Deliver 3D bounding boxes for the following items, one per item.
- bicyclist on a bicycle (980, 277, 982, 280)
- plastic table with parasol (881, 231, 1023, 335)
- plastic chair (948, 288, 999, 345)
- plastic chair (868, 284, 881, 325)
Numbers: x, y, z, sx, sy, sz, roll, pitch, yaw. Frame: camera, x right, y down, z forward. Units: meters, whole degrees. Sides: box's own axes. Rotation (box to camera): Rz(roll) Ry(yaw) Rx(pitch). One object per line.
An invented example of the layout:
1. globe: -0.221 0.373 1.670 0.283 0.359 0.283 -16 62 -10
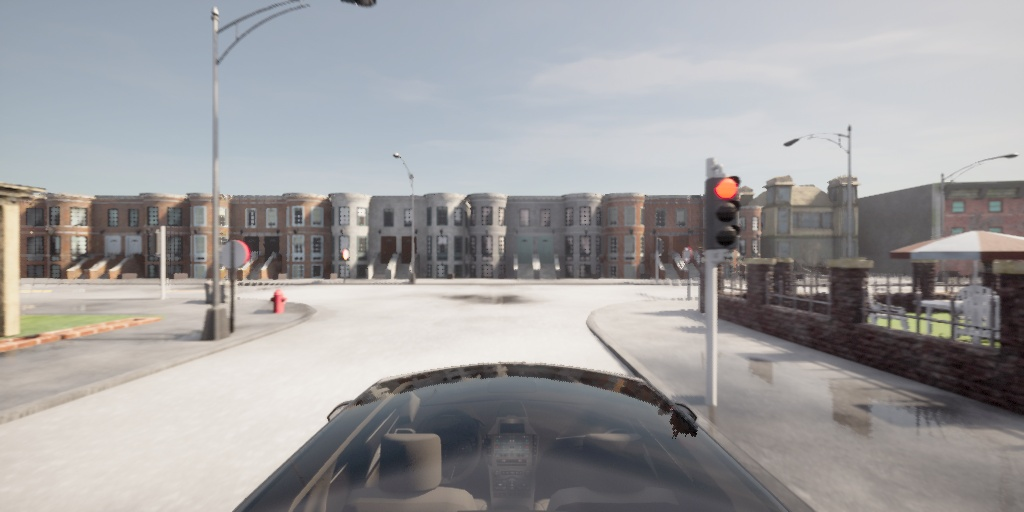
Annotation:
1. bicyclist on a bicycle: 18.205 1.048 13.284 0.582 1.620 1.656 0 0 0
2. plastic table with parasol: 9.684 0.714 7.501 2.482 2.480 2.482 0 0 -40
3. plastic chair: 8.710 1.322 6.599 0.730 1.272 0.750 0 0 -35
4. plastic chair: 8.940 1.315 8.532 0.750 1.272 0.730 0 0 -40
